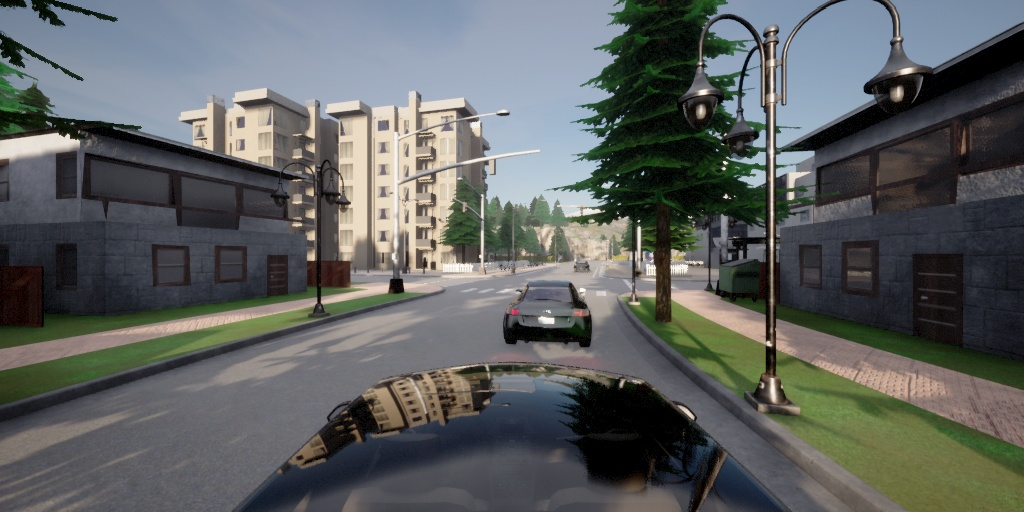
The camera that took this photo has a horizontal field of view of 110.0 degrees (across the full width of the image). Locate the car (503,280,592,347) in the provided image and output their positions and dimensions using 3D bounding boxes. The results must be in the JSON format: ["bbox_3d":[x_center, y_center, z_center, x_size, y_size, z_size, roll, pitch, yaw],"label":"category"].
[{"bbox_3d":[1.005,1.314,9.431,1.994,1.385,4.181,0,0,8],"label":"car"}]

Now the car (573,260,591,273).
[{"bbox_3d":[8.778,1.276,44.965,2.128,1.511,4.902,0,0,14],"label":"car"}]
